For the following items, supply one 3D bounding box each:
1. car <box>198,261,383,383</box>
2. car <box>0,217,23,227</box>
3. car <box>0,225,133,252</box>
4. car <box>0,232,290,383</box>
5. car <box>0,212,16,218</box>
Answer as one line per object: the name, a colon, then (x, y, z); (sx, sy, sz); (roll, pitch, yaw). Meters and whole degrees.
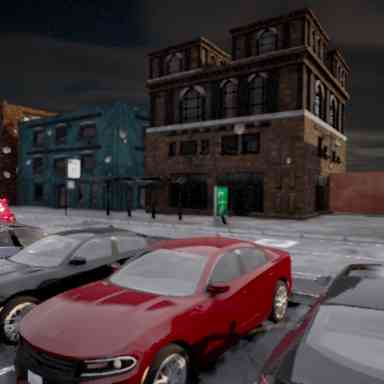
car: (2.233, 1.521, 3.550); (2.002, 1.452, 4.674); (0, 0, 35)
car: (-4.560, 1.547, 8.434); (2.163, 1.488, 4.792); (0, 0, 35)
car: (-2.305, 1.513, 6.796); (2.097, 1.535, 5.008); (0, 0, 36)
car: (-0.033, 1.501, 5.177); (2.097, 1.535, 5.008); (0, 0, 35)
car: (-6.844, 1.554, 10.029); (2.002, 1.452, 4.674); (0, 0, 35)
